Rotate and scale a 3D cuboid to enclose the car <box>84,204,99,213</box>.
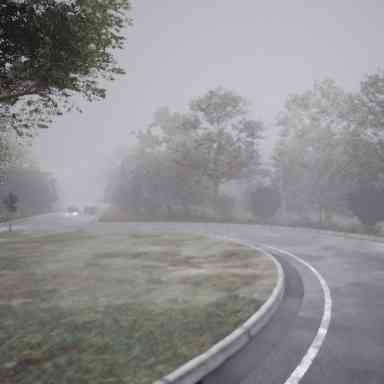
[{"bbox_3d":[-19.178,3.094,62.711,1.882,1.535,5.008,-1,-1,-13],"label":"car"}]

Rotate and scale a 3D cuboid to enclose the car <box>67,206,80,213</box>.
[{"bbox_3d":[-23.535,3.357,66.063,1.895,1.301,4.718,-1,-1,-13],"label":"car"}]
